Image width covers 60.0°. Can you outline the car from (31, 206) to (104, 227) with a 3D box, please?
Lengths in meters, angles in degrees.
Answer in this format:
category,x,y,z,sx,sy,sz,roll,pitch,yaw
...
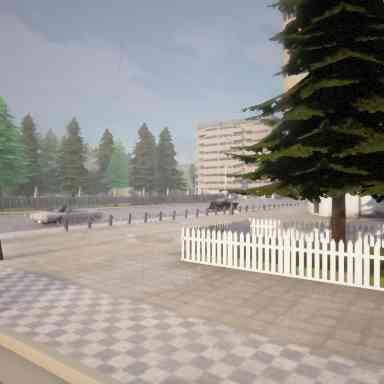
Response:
category,x,y,z,sx,sy,sz,roll,pitch,yaw
car,-8.499,1.601,23.188,1.895,1.301,4.718,0,0,36

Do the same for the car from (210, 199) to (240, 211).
category,x,y,z,sx,sy,sz,roll,pitch,yaw
car,4.110,1.477,40.796,1.882,1.535,5.008,0,0,36
